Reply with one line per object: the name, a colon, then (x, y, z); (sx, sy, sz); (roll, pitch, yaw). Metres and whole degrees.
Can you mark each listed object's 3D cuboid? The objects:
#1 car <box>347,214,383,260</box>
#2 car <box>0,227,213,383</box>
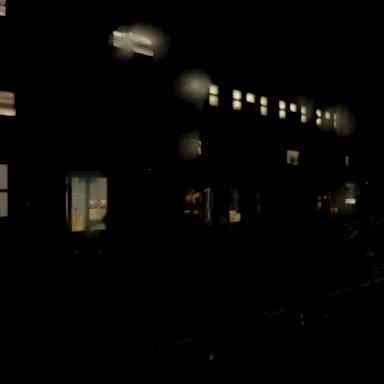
car: (7.294, 1.455, 11.766); (4.097, 1.590, 1.967); (0, 0, -35)
car: (-1.702, 1.442, 5.350); (4.097, 1.590, 1.967); (0, 0, -35)
